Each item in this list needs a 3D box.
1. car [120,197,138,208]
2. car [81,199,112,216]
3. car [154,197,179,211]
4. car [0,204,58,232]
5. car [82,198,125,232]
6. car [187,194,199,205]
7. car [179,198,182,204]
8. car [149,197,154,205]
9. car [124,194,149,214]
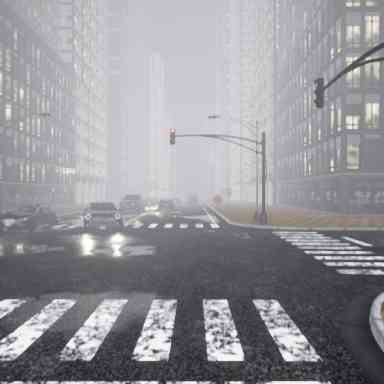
[{"bbox_3d":[-9.776,1.541,51.832,1.882,1.535,5.008,0,0,0],"label":"car"},{"bbox_3d":[-9.811,1.552,34.483,1.812,1.442,4.674,0,0,0],"label":"car"},{"bbox_3d":[-3.102,1.530,41.319,2.128,1.511,4.902,0,0,0],"label":"car"},{"bbox_3d":[-9.827,1.497,20.227,2.128,1.511,4.902,0,0,0],"label":"car"},{"bbox_3d":[-5.449,1.358,20.290,2.097,1.767,4.553,0,0,-16],"label":"car"},{"bbox_3d":[0.071,1.594,60.274,1.837,1.490,4.892,0,0,0],"label":"car"},{"bbox_3d":[-3.120,1.674,65.937,1.994,1.385,4.181,0,0,1],"label":"car"},{"bbox_3d":[-6.518,1.558,53.419,2.128,1.511,4.902,0,0,0],"label":"car"},{"bbox_3d":[-6.556,1.250,36.839,2.150,2.045,5.566,0,0,0],"label":"car"}]
